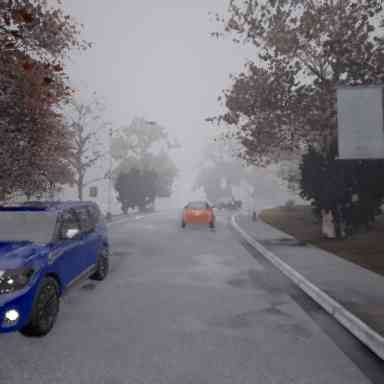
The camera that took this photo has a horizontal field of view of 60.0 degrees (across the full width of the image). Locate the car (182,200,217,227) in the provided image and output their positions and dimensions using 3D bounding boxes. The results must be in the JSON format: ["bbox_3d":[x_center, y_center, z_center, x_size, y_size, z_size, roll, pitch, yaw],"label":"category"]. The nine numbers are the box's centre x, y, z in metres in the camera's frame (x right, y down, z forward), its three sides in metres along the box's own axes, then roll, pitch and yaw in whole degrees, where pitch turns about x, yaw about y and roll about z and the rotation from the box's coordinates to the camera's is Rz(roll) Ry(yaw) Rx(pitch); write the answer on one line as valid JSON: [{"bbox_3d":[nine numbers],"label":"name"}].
[{"bbox_3d":[0.501,1.395,23.433,2.097,1.767,4.553,0,0,4],"label":"car"}]

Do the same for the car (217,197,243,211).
[{"bbox_3d":[4.840,1.340,41.060,2.097,1.767,4.553,-2,0,23],"label":"car"}]

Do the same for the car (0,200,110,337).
[{"bbox_3d":[-3.338,1.238,7.038,2.150,2.045,5.566,0,0,0],"label":"car"}]

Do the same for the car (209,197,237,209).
[{"bbox_3d":[4.529,1.568,47.882,1.837,1.490,4.892,-3,-1,32],"label":"car"}]
